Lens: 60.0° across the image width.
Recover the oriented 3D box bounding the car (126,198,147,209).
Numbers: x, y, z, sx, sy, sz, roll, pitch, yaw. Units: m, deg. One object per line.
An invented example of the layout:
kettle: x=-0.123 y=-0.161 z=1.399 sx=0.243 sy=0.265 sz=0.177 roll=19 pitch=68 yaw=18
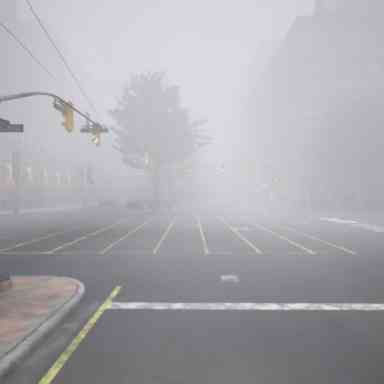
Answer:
car: x=-8.080 y=1.647 z=47.547 sx=1.882 sy=1.535 sz=5.008 roll=0 pitch=0 yaw=0

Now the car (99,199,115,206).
car: x=-14.727 y=1.800 z=57.698 sx=1.895 sy=1.301 sz=4.718 roll=0 pitch=0 yaw=0

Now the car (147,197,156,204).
car: x=-8.026 y=1.789 z=63.223 sx=1.994 sy=1.385 sz=4.181 roll=0 pitch=0 yaw=1
